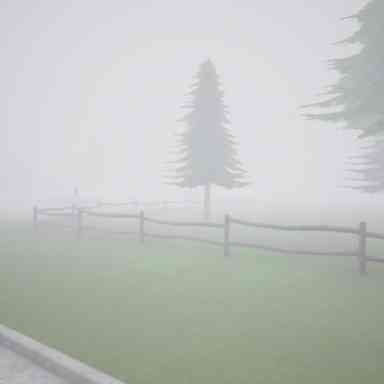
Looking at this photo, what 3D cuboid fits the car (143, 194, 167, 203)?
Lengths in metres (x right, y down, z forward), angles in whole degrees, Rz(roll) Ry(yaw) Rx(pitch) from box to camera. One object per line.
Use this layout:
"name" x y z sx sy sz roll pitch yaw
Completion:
"car" -6.731 1.459 65.103 1.812 1.442 4.674 0 0 36

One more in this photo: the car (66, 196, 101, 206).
"car" -16.307 1.422 51.515 2.128 1.511 4.902 0 0 35

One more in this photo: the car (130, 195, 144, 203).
"car" -9.634 1.292 67.045 2.097 1.767 4.553 0 0 36

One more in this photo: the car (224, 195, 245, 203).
"car" 8.555 1.426 66.547 1.882 1.535 5.008 0 0 36

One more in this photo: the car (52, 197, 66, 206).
"car" -19.429 1.489 53.137 1.994 1.385 4.181 0 0 35

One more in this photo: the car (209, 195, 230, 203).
"car" 5.734 1.396 68.619 1.882 1.535 5.008 0 0 36

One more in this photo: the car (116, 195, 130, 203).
"car" -13.295 1.417 67.925 1.837 1.490 4.892 0 0 35

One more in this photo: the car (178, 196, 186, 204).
"car" -0.458 1.435 59.971 2.128 1.511 4.902 0 0 36

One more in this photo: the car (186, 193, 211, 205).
"car" 1.917 1.173 57.289 2.150 2.045 5.566 0 0 38

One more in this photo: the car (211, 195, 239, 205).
"car" 5.576 1.518 56.364 1.994 1.385 4.181 0 0 36

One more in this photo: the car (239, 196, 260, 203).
"car" 11.376 1.502 64.475 2.033 1.411 5.357 0 0 36

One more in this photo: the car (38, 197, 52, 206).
"car" -22.517 1.466 54.803 2.033 1.411 5.357 0 0 35
